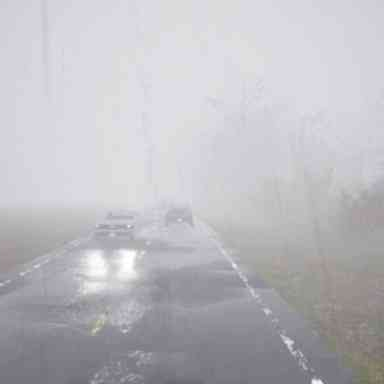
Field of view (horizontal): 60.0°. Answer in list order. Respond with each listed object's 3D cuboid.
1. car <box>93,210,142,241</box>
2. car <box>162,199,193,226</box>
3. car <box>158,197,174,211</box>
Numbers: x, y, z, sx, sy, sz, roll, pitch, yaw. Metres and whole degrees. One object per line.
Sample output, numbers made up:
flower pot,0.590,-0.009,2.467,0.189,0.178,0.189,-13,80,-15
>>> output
car,-3.664,1.605,16.994,1.895,1.301,4.718,0,0,-3
car,-0.961,1.505,23.213,1.837,1.490,4.892,0,0,-5
car,-3.129,1.352,41.717,2.097,1.767,4.553,0,0,-8
